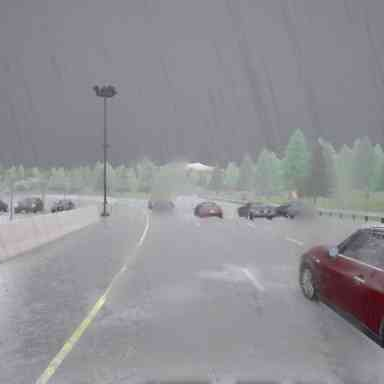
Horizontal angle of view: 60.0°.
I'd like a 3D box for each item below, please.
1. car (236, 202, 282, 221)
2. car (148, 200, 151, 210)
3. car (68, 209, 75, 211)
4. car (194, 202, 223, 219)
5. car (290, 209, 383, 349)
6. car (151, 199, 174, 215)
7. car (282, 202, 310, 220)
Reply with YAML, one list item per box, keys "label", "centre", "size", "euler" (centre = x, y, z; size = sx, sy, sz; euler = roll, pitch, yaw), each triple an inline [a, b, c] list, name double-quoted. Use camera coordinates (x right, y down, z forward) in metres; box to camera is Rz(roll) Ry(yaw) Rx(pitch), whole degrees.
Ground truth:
- label: "car"
  centre: [5.214, 1.550, 27.647]
  size: [2.033, 1.411, 5.357]
  euler: [0, 0, -8]
- label: "car"
  centre: [-4.759, 1.605, 43.880]
  size: [1.895, 1.301, 4.718]
  euler: [0, 0, -13]
- label: "car"
  centre: [-13.951, 1.573, 36.299]
  size: [1.994, 1.385, 4.181]
  euler: [0, 0, -11]
- label: "car"
  centre: [1.376, 1.567, 29.559]
  size: [1.994, 1.385, 4.181]
  euler: [0, 0, -8]
- label: "car"
  centre: [3.449, 1.353, 5.464]
  size: [2.097, 1.767, 4.553]
  euler: [0, 0, -2]
- label: "car"
  centre: [-2.966, 1.481, 34.655]
  size: [1.882, 1.535, 5.008]
  euler: [0, 0, -10]
- label: "car"
  centre: [8.578, 1.567, 28.462]
  size: [1.994, 1.385, 4.181]
  euler: [0, 0, -8]
